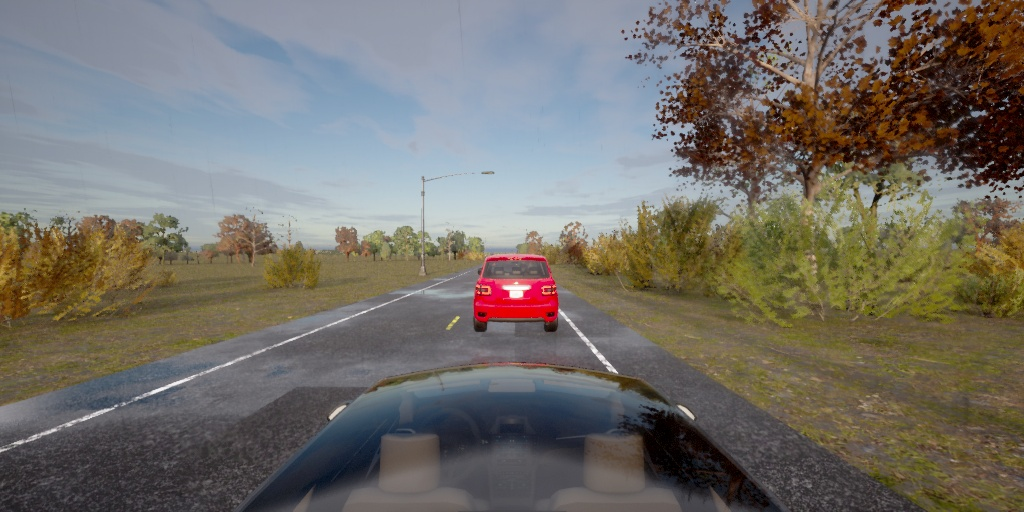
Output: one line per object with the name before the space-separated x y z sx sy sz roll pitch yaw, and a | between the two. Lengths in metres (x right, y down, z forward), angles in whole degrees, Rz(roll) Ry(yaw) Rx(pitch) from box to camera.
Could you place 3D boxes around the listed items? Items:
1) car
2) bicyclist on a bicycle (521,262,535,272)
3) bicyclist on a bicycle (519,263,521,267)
car | 0.090 0.968 10.973 2.150 2.045 5.566 0 0 0
bicyclist on a bicycle | 0.940 1.114 18.679 0.659 1.776 1.843 0 0 0
bicyclist on a bicycle | 0.899 1.111 28.692 0.659 1.776 1.843 0 0 0
